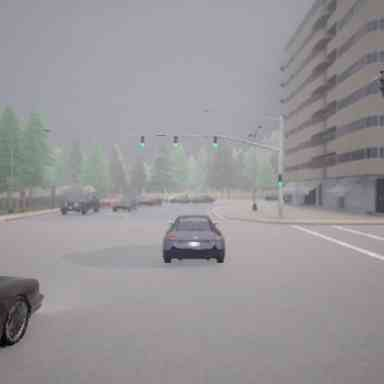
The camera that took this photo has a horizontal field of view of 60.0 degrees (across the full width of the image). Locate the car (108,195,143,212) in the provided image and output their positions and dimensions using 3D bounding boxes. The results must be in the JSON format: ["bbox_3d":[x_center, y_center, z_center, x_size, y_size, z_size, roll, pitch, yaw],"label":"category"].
[{"bbox_3d":[-7.001,1.335,35.588,2.033,1.411,5.357,0,0,2],"label":"car"}]

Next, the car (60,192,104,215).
[{"bbox_3d":[-10.561,1.026,31.913,2.150,2.045,5.566,0,0,2],"label":"car"}]

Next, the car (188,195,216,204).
[{"bbox_3d":[2.066,1.236,54.558,2.033,1.411,5.357,0,0,32],"label":"car"}]

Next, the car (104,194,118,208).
[{"bbox_3d":[-9.780,1.104,41.351,2.097,1.767,4.553,0,0,8],"label":"car"}]

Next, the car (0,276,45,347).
[{"bbox_3d":[-3.418,1.525,3.173,2.033,1.411,5.357,0,0,0],"label":"car"}]

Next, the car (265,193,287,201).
[{"bbox_3d":[17.334,0.981,68.562,4.553,1.767,2.097,0,0,-23],"label":"car"}]

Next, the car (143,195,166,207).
[{"bbox_3d":[-5.575,1.210,45.463,1.882,1.535,5.008,0,0,15],"label":"car"}]

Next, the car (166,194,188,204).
[{"bbox_3d":[-1.930,1.247,54.772,1.994,1.385,4.181,0,0,28],"label":"car"}]

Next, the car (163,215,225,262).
[{"bbox_3d":[0.056,1.509,11.875,1.994,1.385,4.181,0,0,0],"label":"car"}]

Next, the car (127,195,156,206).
[{"bbox_3d":[-7.582,1.247,50.791,2.033,1.411,5.357,0,0,20],"label":"car"}]

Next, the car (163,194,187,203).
[{"bbox_3d":[-3.000,1.178,59.946,1.812,1.442,4.674,0,0,34],"label":"car"}]
